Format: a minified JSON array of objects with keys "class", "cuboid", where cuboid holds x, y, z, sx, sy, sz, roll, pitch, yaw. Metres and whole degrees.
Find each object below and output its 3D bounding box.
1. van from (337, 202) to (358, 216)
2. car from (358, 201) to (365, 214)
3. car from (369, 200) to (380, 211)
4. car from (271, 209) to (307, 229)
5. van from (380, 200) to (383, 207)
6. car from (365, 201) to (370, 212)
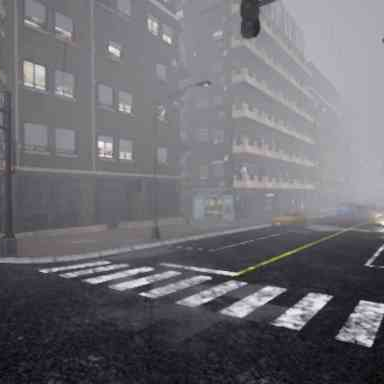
[{"class":"van","cuboid":[20.777,2.237,44.965,1.690,1.788,3.998,-2,-2,35]},{"class":"car","cuboid":[24.022,2.425,49.587,1.967,1.590,4.097,-2,-2,35]},{"class":"car","cuboid":[33.750,2.566,63.468,2.192,1.841,5.009,-2,-2,35]},{"class":"car","cuboid":[7.709,2.064,26.317,1.752,1.417,4.829,-2,-2,35]},{"class":"van","cuboid":[46.687,2.949,81.995,1.690,1.788,3.998,-2,-2,35]},{"class":"car","cuboid":[27.267,2.618,54.210,1.887,1.381,4.507,-2,-2,35]}]
